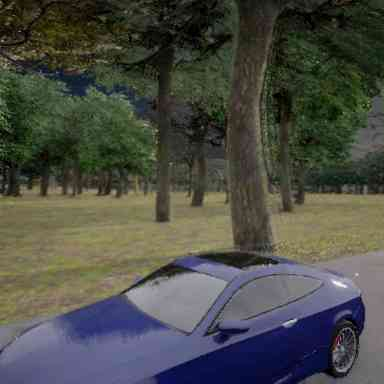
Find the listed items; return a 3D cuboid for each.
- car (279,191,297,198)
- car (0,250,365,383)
[{"bbox_3d":[20.399,0.520,69.223,1.837,1.490,4.892,2,0,-35],"label":"car"},{"bbox_3d":[0.284,1.519,3.986,4.674,1.442,1.812,0,0,-36],"label":"car"}]
